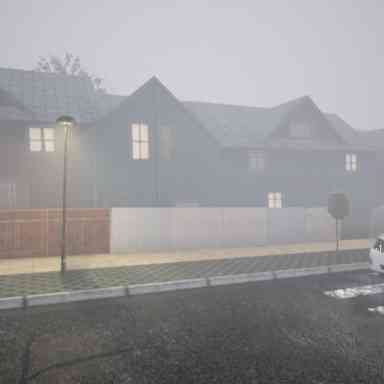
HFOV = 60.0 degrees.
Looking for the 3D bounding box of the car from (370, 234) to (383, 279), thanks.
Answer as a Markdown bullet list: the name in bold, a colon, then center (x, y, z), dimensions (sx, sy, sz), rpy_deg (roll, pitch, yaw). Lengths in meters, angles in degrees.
- **car**: center (7.340, 1.410, 9.045), dimensions (5.566, 2.045, 2.150), rpy_deg (1, 0, -29)
